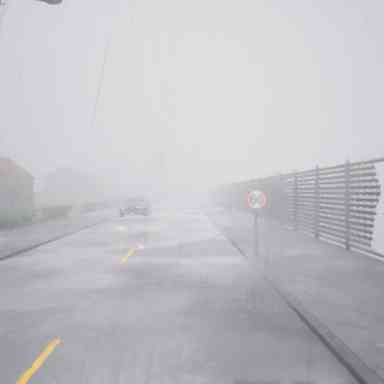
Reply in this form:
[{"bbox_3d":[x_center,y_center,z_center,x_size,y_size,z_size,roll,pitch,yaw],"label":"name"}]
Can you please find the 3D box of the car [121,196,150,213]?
[{"bbox_3d":[-4.587,1.056,27.398,2.097,1.767,4.553,0,0,-1],"label":"car"}]
